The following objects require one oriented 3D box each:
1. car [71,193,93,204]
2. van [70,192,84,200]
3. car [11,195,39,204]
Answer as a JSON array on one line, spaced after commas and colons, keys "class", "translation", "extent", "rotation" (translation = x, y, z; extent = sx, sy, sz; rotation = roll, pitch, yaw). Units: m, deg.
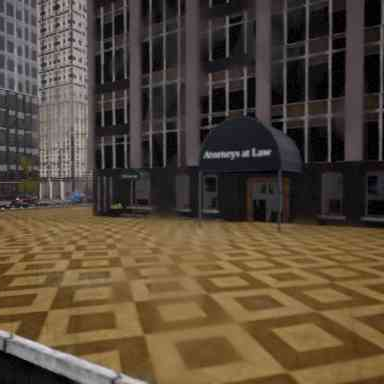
[{"class": "car", "translation": [-17.135, 1.323, 54.880], "extent": [1.947, 1.339, 4.313], "rotation": [0, 1, 30]}, {"class": "van", "translation": [-21.590, 0.920, 63.950], "extent": [1.690, 1.788, 3.998], "rotation": [0, 1, 30]}, {"class": "car", "translation": [-27.209, 1.163, 54.168], "extent": [1.967, 1.590, 4.097], "rotation": [0, 1, 30]}]
